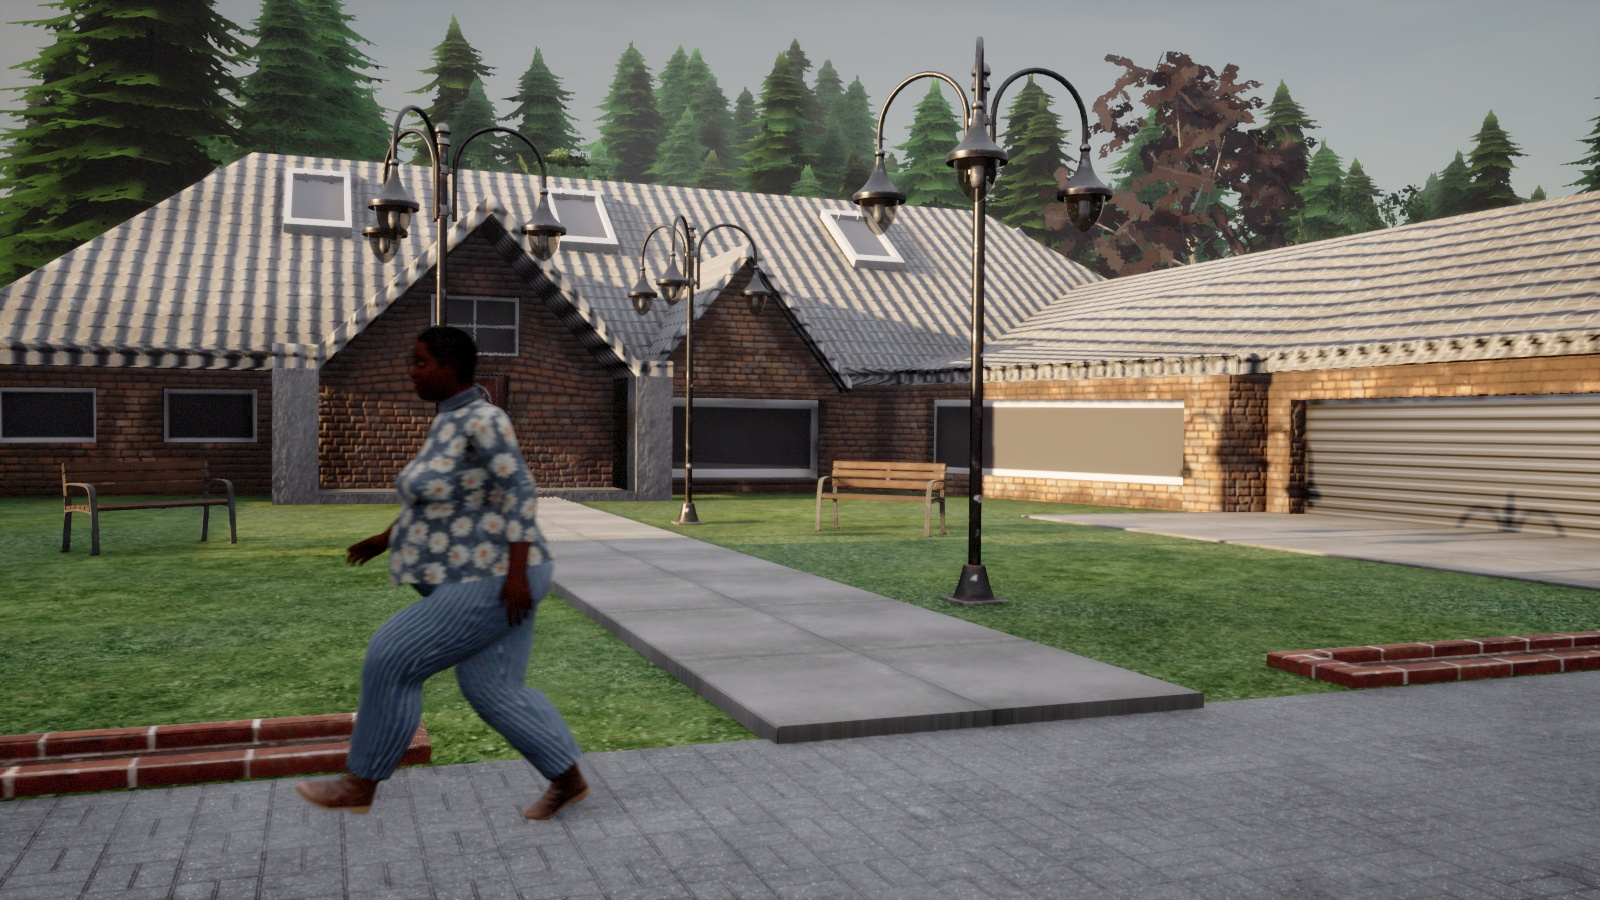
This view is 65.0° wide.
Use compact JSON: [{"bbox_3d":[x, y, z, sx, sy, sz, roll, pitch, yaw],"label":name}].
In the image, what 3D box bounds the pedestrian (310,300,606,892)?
[{"bbox_3d":[-1.235,0.448,4.487,0.900,1.855,0.874,-1,1,-19],"label":"pedestrian"}]
